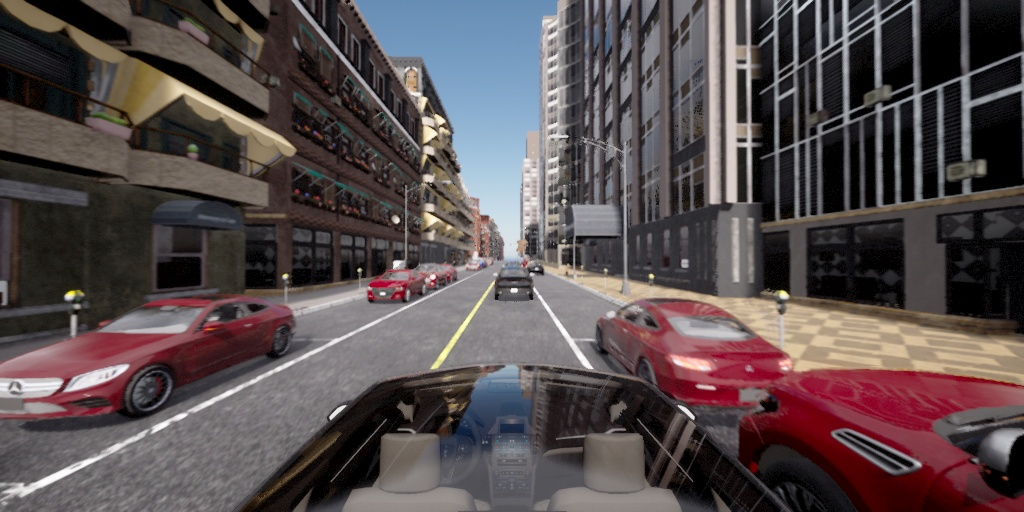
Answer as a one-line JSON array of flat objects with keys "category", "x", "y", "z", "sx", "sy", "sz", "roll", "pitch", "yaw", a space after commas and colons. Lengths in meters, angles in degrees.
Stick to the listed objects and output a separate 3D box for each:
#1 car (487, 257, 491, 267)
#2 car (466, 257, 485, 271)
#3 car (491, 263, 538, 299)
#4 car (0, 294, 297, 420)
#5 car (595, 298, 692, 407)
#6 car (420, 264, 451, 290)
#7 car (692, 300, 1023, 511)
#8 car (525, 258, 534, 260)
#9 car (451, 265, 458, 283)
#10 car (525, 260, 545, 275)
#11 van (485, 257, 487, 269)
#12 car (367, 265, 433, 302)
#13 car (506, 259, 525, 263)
[{"category": "car", "x": -5.335, "y": 1.168, "z": 61.257, "sx": 2.192, "sy": 1.841, "sz": 5.009, "roll": 0, "pitch": 0, "yaw": 0}, {"category": "car", "x": -5.331, "y": 1.265, "z": 50.185, "sx": 1.967, "sy": 1.591, "sz": 4.097, "roll": 0, "pitch": 0, "yaw": 0}, {"category": "car", "x": 0.094, "y": 1.270, "z": 18.212, "sx": 1.837, "sy": 1.490, "sz": 4.892, "roll": 0, "pitch": 0, "yaw": 0}, {"category": "car", "x": -5.316, "y": 1.335, "z": 5.899, "sx": 1.802, "sy": 1.307, "sz": 4.207, "roll": 0, "pitch": 0, "yaw": 0}, {"category": "car", "x": 2.564, "y": 1.336, "z": 5.911, "sx": 1.802, "sy": 1.307, "sz": 4.207, "roll": 0, "pitch": 0, "yaw": 0}, {"category": "car", "x": -5.322, "y": 1.211, "z": 22.506, "sx": 1.967, "sy": 1.591, "sz": 4.097, "roll": 0, "pitch": 0, "yaw": 0}, {"category": "car", "x": 2.566, "y": 1.064, "z": 0.375, "sx": 2.192, "sy": 1.841, "sz": 5.009, "roll": 0, "pitch": 0, "yaw": 0}, {"category": "car", "x": 2.551, "y": 1.338, "z": 44.830, "sx": 1.751, "sy": 1.417, "sz": 4.829, "roll": 0, "pitch": 0, "yaw": 0}, {"category": "car", "x": -5.324, "y": 1.324, "z": 28.043, "sx": 1.888, "sy": 1.381, "sz": 4.507, "roll": 0, "pitch": 0, "yaw": 0}, {"category": "car", "x": 2.553, "y": 1.366, "z": 39.123, "sx": 1.948, "sy": 1.339, "sz": 4.313, "roll": 0, "pitch": 0, "yaw": 0}, {"category": "van", "x": -5.333, "y": 1.180, "z": 55.721, "sx": 1.690, "sy": 1.789, "sz": 3.998, "roll": 0, "pitch": 0, "yaw": 0}, {"category": "car", "x": -5.320, "y": 1.309, "z": 16.971, "sx": 1.888, "sy": 1.381, "sz": 4.507, "roll": 0, "pitch": 0, "yaw": 0}, {"category": "car", "x": 0.087, "y": 1.300, "z": 36.680, "sx": 1.837, "sy": 1.490, "sz": 4.892, "roll": 0, "pitch": 0, "yaw": 0}]
